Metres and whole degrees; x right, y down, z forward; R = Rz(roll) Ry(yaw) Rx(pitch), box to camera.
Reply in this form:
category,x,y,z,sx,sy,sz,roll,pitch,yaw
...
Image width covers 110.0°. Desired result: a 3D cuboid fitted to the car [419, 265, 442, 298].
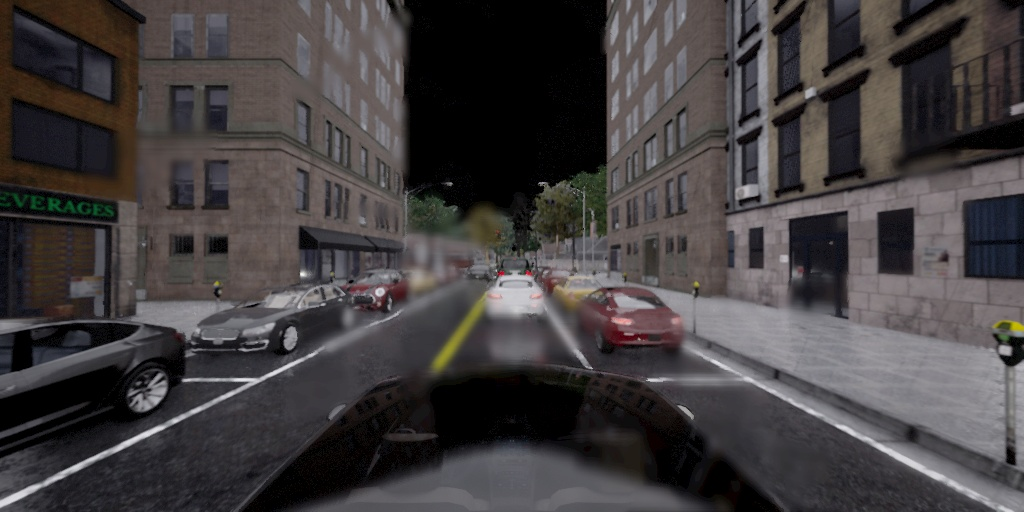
category,x,y,z,sx,sy,sz,roll,pitch,yaw
car,-5.326,1.410,19.609,1.751,1.417,4.829,0,0,0

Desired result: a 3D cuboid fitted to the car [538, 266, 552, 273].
category,x,y,z,sx,sy,sz,roll,pitch,yaw
car,2.700,1.430,19.752,1.888,1.381,4.507,0,0,0

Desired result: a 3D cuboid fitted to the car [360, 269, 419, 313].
category,x,y,z,sx,sy,sz,roll,pitch,yaw
car,-5.346,1.282,14.261,1.967,1.591,4.097,0,0,0

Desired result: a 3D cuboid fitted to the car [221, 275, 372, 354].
category,x,y,z,sx,sy,sz,roll,pitch,yaw
car,-5.366,1.351,8.742,2.007,1.370,4.403,0,0,0

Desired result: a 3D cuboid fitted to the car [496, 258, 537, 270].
category,x,y,z,sx,sy,sz,roll,pitch,yaw
car,0.172,1.126,22.214,2.150,2.045,5.566,0,0,0

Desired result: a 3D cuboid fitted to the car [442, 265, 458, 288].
category,x,y,z,sx,sy,sz,roll,pitch,yaw
car,-5.305,1.367,25.298,1.967,1.591,4.097,0,0,0

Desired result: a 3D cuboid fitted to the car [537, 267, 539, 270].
category,x,y,z,sx,sy,sz,roll,pitch,yaw
car,2.720,1.510,25.270,1.802,1.307,4.207,0,0,0

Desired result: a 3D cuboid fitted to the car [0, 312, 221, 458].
category,x,y,z,sx,sy,sz,roll,pitch,yaw
car,-5.387,1.326,3.225,1.948,1.339,4.313,0,0,0

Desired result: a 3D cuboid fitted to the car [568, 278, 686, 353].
category,x,y,z,sx,sy,sz,roll,pitch,yaw
car,2.659,1.383,8.716,1.802,1.307,4.207,0,0,0

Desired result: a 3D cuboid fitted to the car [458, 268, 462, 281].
category,x,y,z,sx,sy,sz,roll,pitch,yaw
car,-5.285,1.552,30.817,1.802,1.307,4.207,0,0,0

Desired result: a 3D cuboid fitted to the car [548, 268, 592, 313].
category,x,y,z,sx,sy,sz,roll,pitch,yaw
car,2.680,1.368,14.404,1.751,1.417,4.829,0,0,0

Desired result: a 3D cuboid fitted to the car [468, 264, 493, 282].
category,x,y,z,sx,sy,sz,roll,pitch,yaw
car,-2.684,1.481,31.376,1.837,1.490,4.892,0,-1,1

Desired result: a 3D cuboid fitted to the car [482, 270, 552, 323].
category,x,y,z,sx,sy,sz,roll,pitch,yaw
car,0.134,1.354,12.347,1.812,1.442,4.674,0,-1,0
